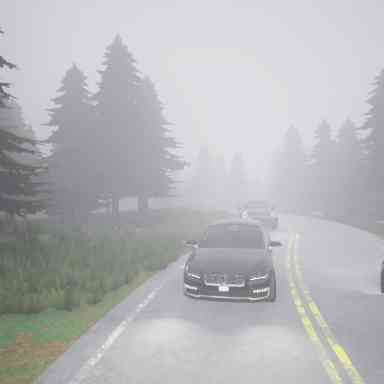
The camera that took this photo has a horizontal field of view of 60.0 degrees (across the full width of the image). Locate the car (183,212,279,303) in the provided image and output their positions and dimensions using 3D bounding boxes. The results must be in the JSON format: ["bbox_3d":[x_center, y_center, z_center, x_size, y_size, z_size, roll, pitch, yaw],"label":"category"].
[{"bbox_3d":[1.101,1.496,8.421,1.837,1.490,4.892,-1,0,13],"label":"car"}]

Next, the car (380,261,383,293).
[{"bbox_3d":[4.499,1.308,4.647,2.097,1.767,4.553,-1,0,8],"label":"car"}]

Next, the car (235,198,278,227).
[{"bbox_3d":[3.917,1.269,20.482,2.097,1.767,4.553,-1,0,5],"label":"car"}]

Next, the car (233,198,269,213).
[{"bbox_3d":[6.243,1.409,35.737,1.837,1.490,4.892,2,-1,-15],"label":"car"}]

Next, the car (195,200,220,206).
[{"bbox_3d":[1.970,1.798,44.867,1.812,1.442,4.674,3,-5,-35],"label":"car"}]
